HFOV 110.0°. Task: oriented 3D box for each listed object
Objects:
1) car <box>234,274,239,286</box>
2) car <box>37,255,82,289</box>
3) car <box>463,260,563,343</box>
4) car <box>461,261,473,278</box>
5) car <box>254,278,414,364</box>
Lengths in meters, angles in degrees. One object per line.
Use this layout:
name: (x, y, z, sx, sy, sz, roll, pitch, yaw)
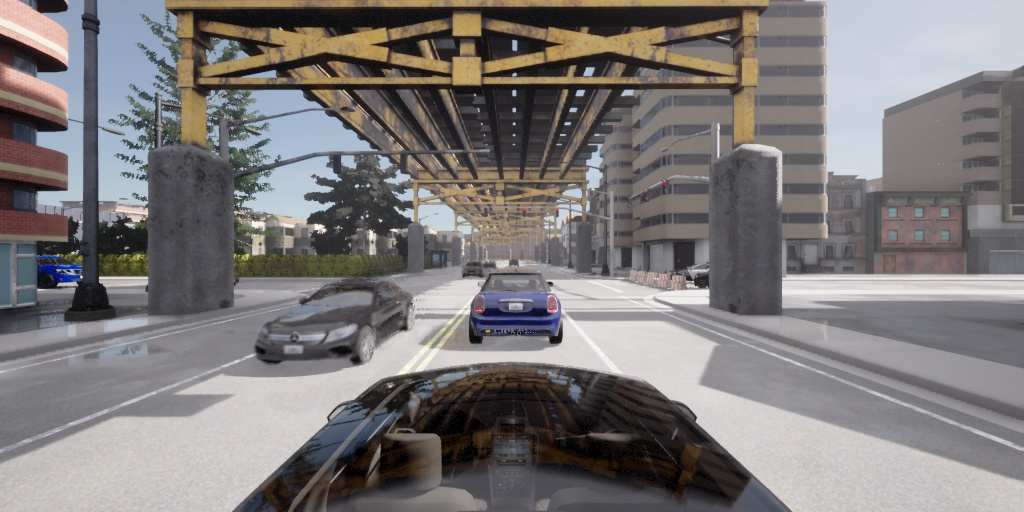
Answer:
car: (-19.785, 1.276, 22.452, 4.674, 1.442, 1.812, 0, 0, 0)
car: (-29.647, 0.971, 22.512, 5.566, 2.045, 2.150, 0, 0, 0)
car: (0.102, 1.102, 9.794, 2.097, 1.767, 4.553, 0, 0, 1)
car: (-3.489, 1.255, 33.292, 1.837, 1.490, 4.892, 0, 0, 0)
car: (-3.580, 1.276, 8.210, 1.812, 1.442, 4.674, 0, 0, 0)
